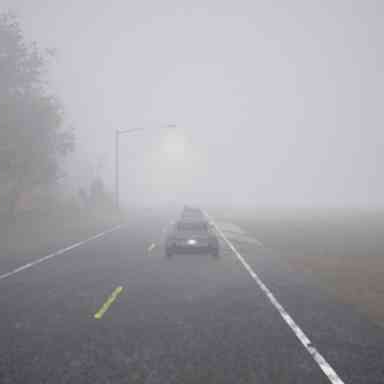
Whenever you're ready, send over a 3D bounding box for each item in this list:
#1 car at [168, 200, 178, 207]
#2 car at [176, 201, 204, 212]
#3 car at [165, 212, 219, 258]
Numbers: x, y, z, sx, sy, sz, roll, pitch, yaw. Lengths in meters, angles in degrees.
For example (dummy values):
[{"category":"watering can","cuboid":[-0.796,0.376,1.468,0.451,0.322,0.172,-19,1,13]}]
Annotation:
[{"category":"car","cuboid":[-3.515,2.217,65.703,1.812,1.442,4.674,0,-1,0]},{"category":"car","cuboid":[0.022,1.793,28.496,2.128,1.511,4.902,0,0,1]},{"category":"car","cuboid":[0.023,1.707,13.442,1.994,1.385,4.181,0,0,1]}]
